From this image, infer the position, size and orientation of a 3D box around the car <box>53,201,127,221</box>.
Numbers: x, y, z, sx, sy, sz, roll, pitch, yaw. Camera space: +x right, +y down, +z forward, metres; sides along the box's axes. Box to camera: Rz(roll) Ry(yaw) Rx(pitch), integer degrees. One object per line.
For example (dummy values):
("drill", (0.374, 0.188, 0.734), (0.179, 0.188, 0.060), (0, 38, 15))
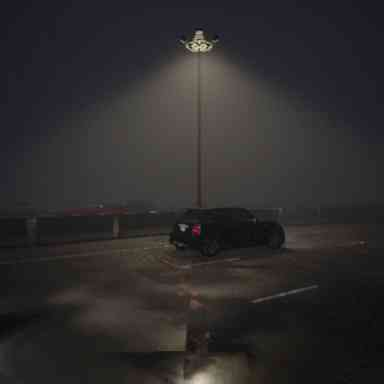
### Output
("car", (-7.480, 1.562, 24.077), (4.718, 1.301, 1.895), (0, 0, -32))

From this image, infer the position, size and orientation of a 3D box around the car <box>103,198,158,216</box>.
("car", (-6.117, 1.440, 33.079), (4.902, 1.511, 2.128), (0, 0, -30))

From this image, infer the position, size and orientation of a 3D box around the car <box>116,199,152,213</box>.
("car", (-6.256, 1.446, 28.919), (4.902, 1.511, 2.128), (0, 0, -31))

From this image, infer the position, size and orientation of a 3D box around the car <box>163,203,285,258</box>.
("car", (1.473, 1.333, 12.910), (4.553, 1.767, 2.097), (0, 0, -32))

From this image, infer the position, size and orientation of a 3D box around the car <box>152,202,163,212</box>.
("car", (0.092, 1.511, 24.606), (5.357, 1.411, 2.033), (0, 0, -30))
